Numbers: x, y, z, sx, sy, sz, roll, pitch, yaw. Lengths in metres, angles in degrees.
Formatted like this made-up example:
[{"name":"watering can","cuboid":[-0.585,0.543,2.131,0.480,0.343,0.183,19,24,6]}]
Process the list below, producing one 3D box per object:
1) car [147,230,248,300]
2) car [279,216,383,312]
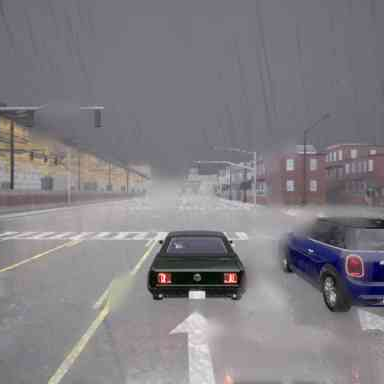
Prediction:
[{"name":"car","cuboid":[0.100,1.601,8.317,1.895,1.301,4.718,0,0,0]},{"name":"car","cuboid":[3.599,1.352,7.861,2.097,1.767,4.553,0,0,-1]}]
